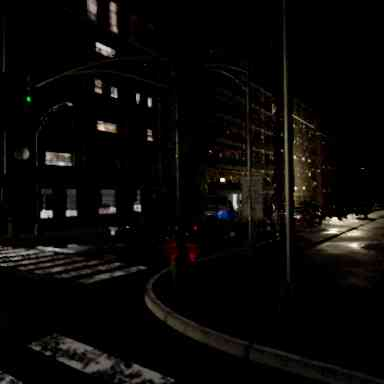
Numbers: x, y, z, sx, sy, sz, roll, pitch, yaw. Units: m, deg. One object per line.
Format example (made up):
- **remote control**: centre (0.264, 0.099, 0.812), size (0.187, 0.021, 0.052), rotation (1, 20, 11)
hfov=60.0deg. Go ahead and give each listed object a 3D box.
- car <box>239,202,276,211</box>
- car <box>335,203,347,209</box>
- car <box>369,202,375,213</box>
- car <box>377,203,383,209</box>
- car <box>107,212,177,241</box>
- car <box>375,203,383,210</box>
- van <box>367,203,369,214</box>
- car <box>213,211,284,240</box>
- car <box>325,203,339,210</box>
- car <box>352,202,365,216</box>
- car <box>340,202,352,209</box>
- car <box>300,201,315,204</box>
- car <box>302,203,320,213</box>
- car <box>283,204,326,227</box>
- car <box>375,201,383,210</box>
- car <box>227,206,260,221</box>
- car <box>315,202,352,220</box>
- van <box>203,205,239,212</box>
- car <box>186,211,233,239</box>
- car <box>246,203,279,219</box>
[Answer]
- **car**: centre (6.540, 2.037, 33.828), size (2.150, 2.045, 5.566), rotation (-1, -2, 35)
- **car**: centre (36.454, 3.456, 81.154), size (1.752, 1.417, 4.829), rotation (-3, -3, 35)
- **car**: centre (28.147, 2.575, 54.664), size (2.192, 1.841, 5.009), rotation (-3, -3, 35)
- **car**: centre (46.619, 3.436, 81.126), size (1.947, 1.339, 4.313), rotation (-3, -3, 35)
- **car**: centre (-2.944, 1.992, 20.259), size (2.128, 1.511, 4.902), rotation (-1, -2, 35)
- **car**: centre (43.423, 3.331, 76.554), size (1.947, 1.339, 4.313), rotation (-3, -3, 35)
- **van**: centre (25.050, 2.498, 50.232), size (1.690, 1.788, 3.998), rotation (-3, -3, 35)
- **car**: centre (3.371, 1.986, 19.209), size (2.008, 1.369, 4.403), rotation (-3, -3, 35)
- **car**: centre (30.578, 3.177, 72.755), size (1.967, 1.590, 4.097), rotation (-3, -3, 35)
- **car**: centre (21.951, 2.370, 45.803), size (2.192, 1.841, 5.009), rotation (-3, -3, 35)
- **car**: centre (39.747, 3.479, 85.869), size (1.967, 1.590, 4.097), rotation (-3, -3, 35)
- **car**: centre (16.689, 2.366, 48.176), size (2.150, 2.045, 5.566), rotation (-1, -2, 35)
- **car**: centre (21.285, 2.870, 59.463), size (1.967, 1.590, 4.097), rotation (-3, -3, 35)
- **car**: centre (9.563, 2.082, 28.075), size (1.967, 1.590, 4.097), rotation (-3, -3, 35)
- **car**: centre (40.258, 3.219, 71.970), size (2.008, 1.369, 4.403), rotation (-3, -3, 35)
- **car**: centre (5.797, 2.355, 37.309), size (1.967, 1.590, 4.097), rotation (-3, -3, 35)
- **car**: centre (15.756, 2.163, 36.941), size (2.192, 1.841, 5.009), rotation (-3, -3, 35)
- **van**: centre (2.697, 2.153, 32.883), size (1.690, 1.788, 3.998), rotation (-3, -3, 35)
- **car**: centre (0.976, 2.084, 20.452), size (1.895, 1.301, 4.718), rotation (-1, -2, 35)
- **car**: centre (8.892, 2.334, 41.745), size (2.192, 1.841, 5.009), rotation (-3, -3, 35)
